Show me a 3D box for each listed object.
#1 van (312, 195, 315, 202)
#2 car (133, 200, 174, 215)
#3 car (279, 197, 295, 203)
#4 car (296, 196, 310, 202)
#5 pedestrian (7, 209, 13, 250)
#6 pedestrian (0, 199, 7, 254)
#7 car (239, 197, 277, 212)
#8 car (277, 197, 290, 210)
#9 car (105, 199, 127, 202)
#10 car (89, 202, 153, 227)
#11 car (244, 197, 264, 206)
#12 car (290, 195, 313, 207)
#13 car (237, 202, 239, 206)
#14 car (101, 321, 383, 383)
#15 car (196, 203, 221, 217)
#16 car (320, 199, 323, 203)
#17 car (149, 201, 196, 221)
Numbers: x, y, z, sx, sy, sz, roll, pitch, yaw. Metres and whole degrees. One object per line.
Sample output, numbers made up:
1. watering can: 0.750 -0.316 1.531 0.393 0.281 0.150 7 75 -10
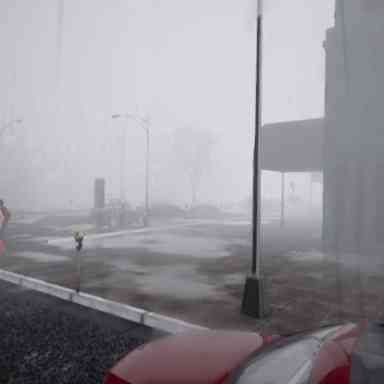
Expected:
1. van: 31.163 1.656 87.831 1.690 1.788 3.998 1 0 36
2. car: -4.033 1.617 35.390 1.994 1.385 4.181 1 0 36
3. car: 21.321 1.799 74.396 1.947 1.339 4.313 1 0 36
4. car: 27.781 1.812 83.216 1.752 1.417 4.829 1 0 36
5. pedestrian: -6.611 1.117 11.553 0.375 1.860 0.375 1 2 35
6. pedestrian: -6.401 1.117 10.812 0.375 1.860 0.375 1 2 35
7. car: 8.474 1.534 42.528 2.192 1.841 5.009 1 0 36
8. car: 11.726 1.685 47.026 1.967 1.590 4.097 1 0 36
9. car: -8.301 1.429 34.169 1.967 1.590 4.097 1 0 36
10. car: -5.199 1.660 23.788 2.008 1.369 4.403 1 0 36
11. car: 11.381 1.676 60.825 1.752 1.417 4.829 1 0 36
12. car: 18.243 1.738 56.012 1.967 1.590 4.097 1 0 36
13. car: 9.250 1.709 53.360 2.033 1.411 5.357 1 0 36
14. car: 1.125 1.582 2.059 4.206 1.307 1.802 0 1 35
15. car: 1.278 1.743 32.632 1.802 1.307 4.206 1 0 36
16. car: 28.183 1.906 69.584 1.752 1.417 4.829 1 0 36
17. car: -1.960 1.701 28.211 1.947 1.339 4.313 1 0 36
